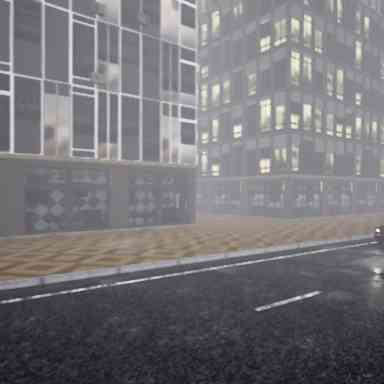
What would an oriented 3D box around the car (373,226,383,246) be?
[{"bbox_3d":[10.111,1.739,14.888,4.718,1.301,1.895,1,0,-36],"label":"car"}]
